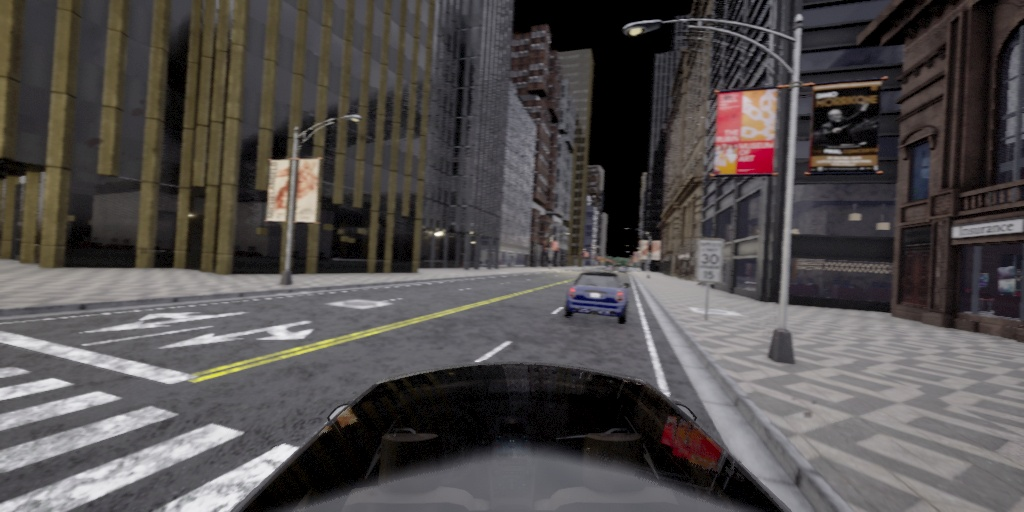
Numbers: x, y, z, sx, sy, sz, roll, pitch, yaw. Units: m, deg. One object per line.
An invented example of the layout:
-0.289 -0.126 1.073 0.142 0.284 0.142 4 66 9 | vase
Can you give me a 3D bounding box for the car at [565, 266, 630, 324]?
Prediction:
3.440 1.396 14.015 2.097 1.767 4.553 3 0 18 | car
